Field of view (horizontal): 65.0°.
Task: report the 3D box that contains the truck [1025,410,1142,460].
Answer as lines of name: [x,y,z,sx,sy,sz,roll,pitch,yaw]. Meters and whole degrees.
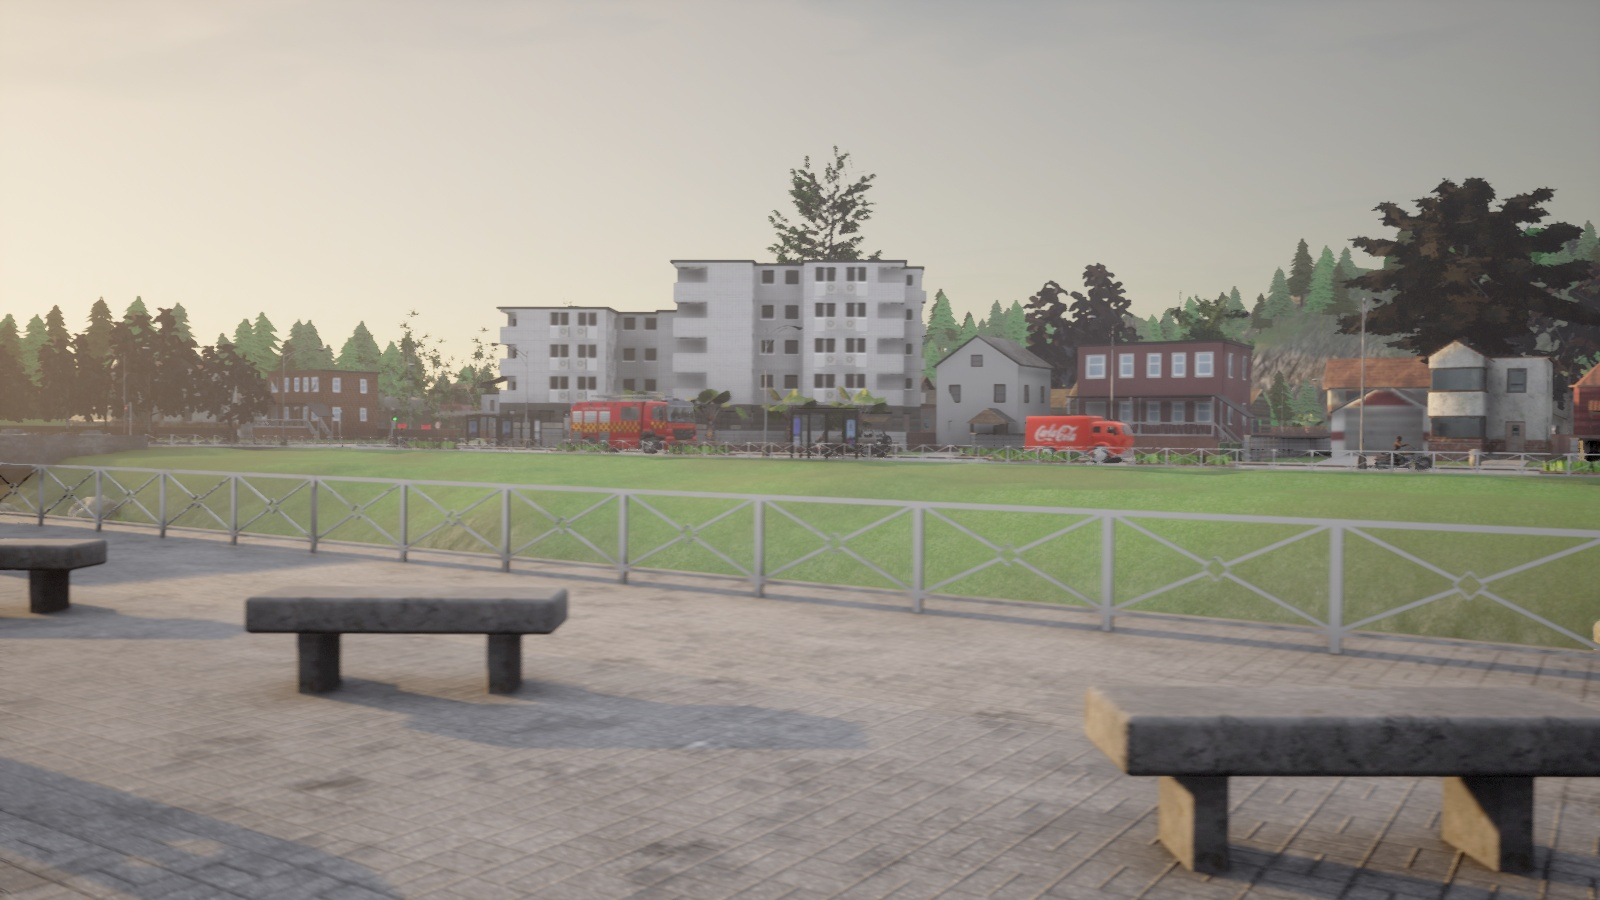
truck: [14.424,-0.758,63.894,5.204,2.467,2.627,0,1,34]

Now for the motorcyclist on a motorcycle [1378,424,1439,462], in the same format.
motorcyclist on a motorcycle: [26.918,-0.321,55.599,2.350,1.649,0.766,0,1,34]

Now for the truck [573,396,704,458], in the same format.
truck: [-10.398,-1.436,80.379,8.468,3.827,2.891,0,1,34]

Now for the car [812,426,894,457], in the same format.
car: [3.197,-0.520,76.165,4.605,1.855,1.932,0,1,34]
